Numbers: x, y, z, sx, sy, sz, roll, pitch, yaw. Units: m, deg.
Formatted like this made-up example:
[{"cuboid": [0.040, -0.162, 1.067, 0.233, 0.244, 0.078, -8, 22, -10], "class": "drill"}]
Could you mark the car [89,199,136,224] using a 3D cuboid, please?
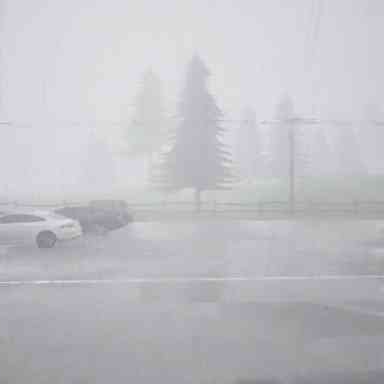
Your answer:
[{"cuboid": [-5.793, 1.233, 20.409, 4.553, 1.767, 2.097, 0, 0, -3], "class": "car"}]

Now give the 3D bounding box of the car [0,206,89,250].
[{"cuboid": [-6.830, 1.459, 13.343, 4.674, 1.442, 1.812, 0, 0, -3], "class": "car"}]

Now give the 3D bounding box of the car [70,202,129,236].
[{"cuboid": [-5.937, 1.410, 16.901, 4.892, 1.490, 1.837, 0, 0, -3], "class": "car"}]
